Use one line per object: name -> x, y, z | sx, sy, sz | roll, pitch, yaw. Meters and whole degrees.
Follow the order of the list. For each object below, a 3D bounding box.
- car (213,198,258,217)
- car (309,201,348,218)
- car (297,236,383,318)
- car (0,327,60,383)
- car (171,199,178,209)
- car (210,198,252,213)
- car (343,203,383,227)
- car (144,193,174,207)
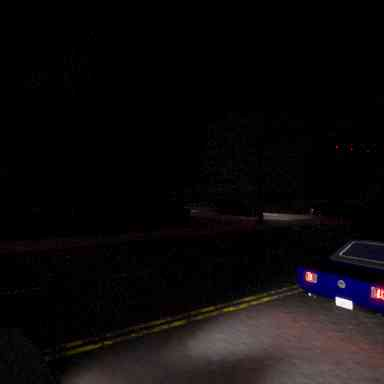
car -> 4.567, 1.478, 31.918 | 1.882, 1.535, 5.008 | 0, 0, -36
car -> 12.311, 1.505, 27.769 | 1.837, 1.490, 4.892 | -1, 0, -42
car -> 4.403, 1.601, 6.911 | 4.718, 1.301, 1.895 | 0, 0, -35
car -> -3.079, 1.601, 1.556 | 4.718, 1.301, 1.895 | 0, 0, -35
car -> -3.250, 1.547, 42.827 | 2.033, 1.411, 5.357 | 0, 0, -36
car -> 4.387, 1.492, 38.169 | 2.128, 1.511, 4.902 | 0, 0, -36
car -> 12.484, 1.601, 21.012 | 1.895, 1.301, 4.718 | 0, 0, -36
car -> -5.216, 1.224, 51.599 | 2.150, 2.045, 5.566 | 0, 0, -35
